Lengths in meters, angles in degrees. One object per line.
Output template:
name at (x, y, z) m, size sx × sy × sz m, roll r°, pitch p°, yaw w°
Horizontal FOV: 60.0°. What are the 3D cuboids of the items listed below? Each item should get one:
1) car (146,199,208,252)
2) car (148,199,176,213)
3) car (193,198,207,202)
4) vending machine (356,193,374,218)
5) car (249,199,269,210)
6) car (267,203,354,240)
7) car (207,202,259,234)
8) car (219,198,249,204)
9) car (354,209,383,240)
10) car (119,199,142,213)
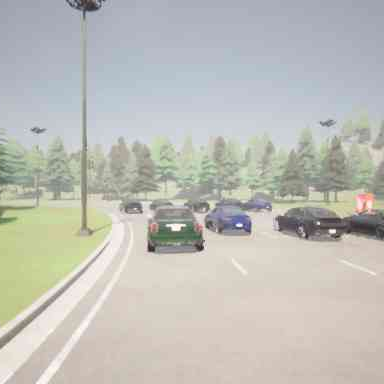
car at (-0.862, 1.344, 14.170) m, size 2.097 × 1.767 × 4.553 m, roll 0°, pitch 0°, yaw -8°
car at (-3.500, 1.505, 37.579) m, size 1.812 × 1.442 × 4.674 m, roll 0°, pitch 0°, yaw -22°
car at (0.370, 1.481, 37.355) m, size 1.837 × 1.490 × 4.892 m, roll 1°, pitch 0°, yaw -22°
vending machine at (14.788, 1.164, 28.460) m, size 1.100 × 2.100 × 0.880 m, roll 0°, pitch 0°, yaw -14°
car at (7.429, 1.495, 38.379) m, size 1.812 × 1.442 × 4.674 m, roll 0°, pitch 0°, yaw -21°
car at (5.826, 1.489, 17.086) m, size 1.837 × 1.490 × 4.892 m, roll 1°, pitch 0°, yaw -9°
car at (1.970, 1.512, 19.018) m, size 1.812 × 1.442 × 4.674 m, roll 0°, pitch 0°, yaw -11°
car at (4.058, 1.478, 37.448) m, size 1.837 × 1.490 × 4.892 m, roll 1°, pitch 0°, yaw -21°
car at (9.380, 1.545, 16.822) m, size 1.994 × 1.385 × 4.181 m, roll 0°, pitch 0°, yaw -9°
car at (-6.739, 1.487, 36.276) m, size 1.837 × 1.490 × 4.892 m, roll 1°, pitch -1°, yaw -22°
